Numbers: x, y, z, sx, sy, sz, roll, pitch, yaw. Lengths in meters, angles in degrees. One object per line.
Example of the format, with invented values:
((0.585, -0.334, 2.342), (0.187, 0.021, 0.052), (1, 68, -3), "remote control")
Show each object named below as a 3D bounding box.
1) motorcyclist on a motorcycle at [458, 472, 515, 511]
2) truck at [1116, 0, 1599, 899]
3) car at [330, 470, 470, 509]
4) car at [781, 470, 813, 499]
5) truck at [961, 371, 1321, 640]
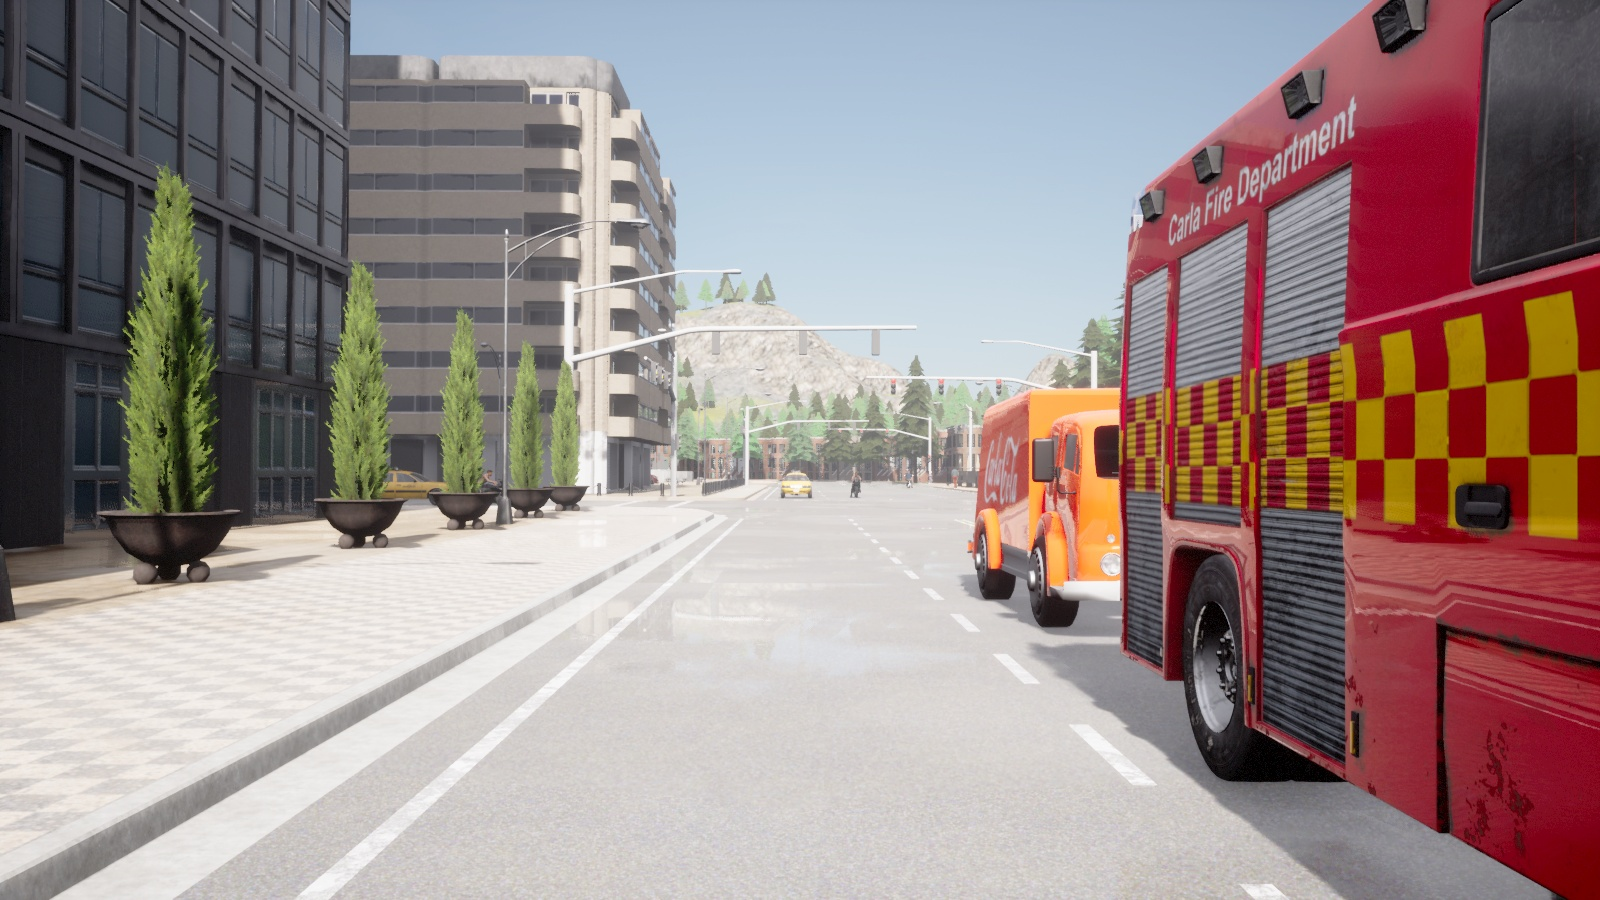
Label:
((-12.417, 1.625, 49.796), (2.044, 1.523, 0.797), (0, -1, 0), "motorcyclist on a motorcycle")
((3.485, -0.301, 3.774), (2.891, 3.827, 8.468), (0, -1, 0), "truck")
((-16.922, 1.659, 53.309), (5.366, 1.575, 1.801), (0, -1, 0), "car")
((-0.191, 1.982, 73.270), (1.801, 1.575, 5.366), (0, -1, 0), "car")
((3.465, 0.551, 14.149), (2.627, 2.467, 5.204), (0, -1, 0), "truck")
